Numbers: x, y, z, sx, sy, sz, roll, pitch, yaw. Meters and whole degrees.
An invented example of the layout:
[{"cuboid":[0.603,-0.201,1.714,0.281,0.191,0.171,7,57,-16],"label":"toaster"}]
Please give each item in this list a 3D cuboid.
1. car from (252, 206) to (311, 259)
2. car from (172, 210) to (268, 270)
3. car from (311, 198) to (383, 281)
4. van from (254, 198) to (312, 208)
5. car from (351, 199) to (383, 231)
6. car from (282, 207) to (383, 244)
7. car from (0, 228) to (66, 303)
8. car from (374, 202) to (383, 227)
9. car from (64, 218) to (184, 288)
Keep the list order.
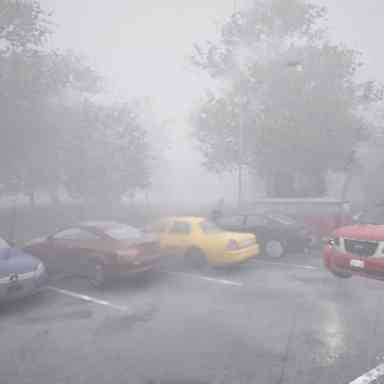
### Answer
[{"cuboid":[2.084,1.474,12.590,5.008,1.535,2.097,-1,0,35],"label":"car"},{"cuboid":[-0.510,1.479,11.007,5.366,1.575,1.946,-1,0,35],"label":"car"},{"cuboid":[5.901,1.207,8.885,5.566,2.045,2.150,0,0,-35],"label":"car"},{"cuboid":[4.427,1.243,14.348,4.442,1.987,1.878,-1,0,35],"label":"van"},{"cuboid":[11.929,1.312,19.266,4.553,1.767,2.185,-1,0,36],"label":"car"},{"cuboid":[6.981,1.499,15.961,4.674,1.452,2.002,-1,-1,36],"label":"car"},{"cuboid":[-5.181,1.524,7.471,4.674,1.452,2.002,0,-1,35],"label":"car"},{"cuboid":[14.376,1.426,20.939,4.892,1.521,2.231,-1,-1,36],"label":"car"},{"cuboid":[-2.784,1.523,9.185,4.674,1.452,2.002,-1,0,35],"label":"car"}]
